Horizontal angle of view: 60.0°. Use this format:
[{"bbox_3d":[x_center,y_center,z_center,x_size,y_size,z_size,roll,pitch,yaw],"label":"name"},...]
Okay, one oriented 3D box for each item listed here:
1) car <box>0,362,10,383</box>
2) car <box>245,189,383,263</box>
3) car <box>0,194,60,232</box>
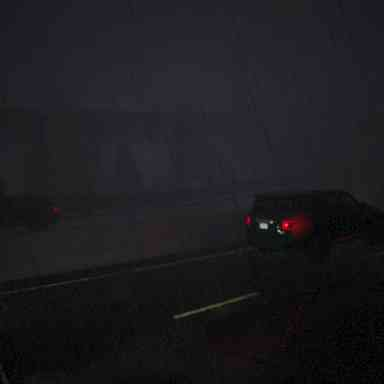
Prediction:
[{"bbox_3d":[-3.270,1.367,1.406,4.553,1.767,2.097,0,0,-36],"label":"car"},{"bbox_3d":[4.230,0.911,11.082,5.566,2.045,2.150,-4,2,-36],"label":"car"},{"bbox_3d":[-10.159,1.181,18.121,5.566,2.045,2.150,-1,1,-36],"label":"car"}]
